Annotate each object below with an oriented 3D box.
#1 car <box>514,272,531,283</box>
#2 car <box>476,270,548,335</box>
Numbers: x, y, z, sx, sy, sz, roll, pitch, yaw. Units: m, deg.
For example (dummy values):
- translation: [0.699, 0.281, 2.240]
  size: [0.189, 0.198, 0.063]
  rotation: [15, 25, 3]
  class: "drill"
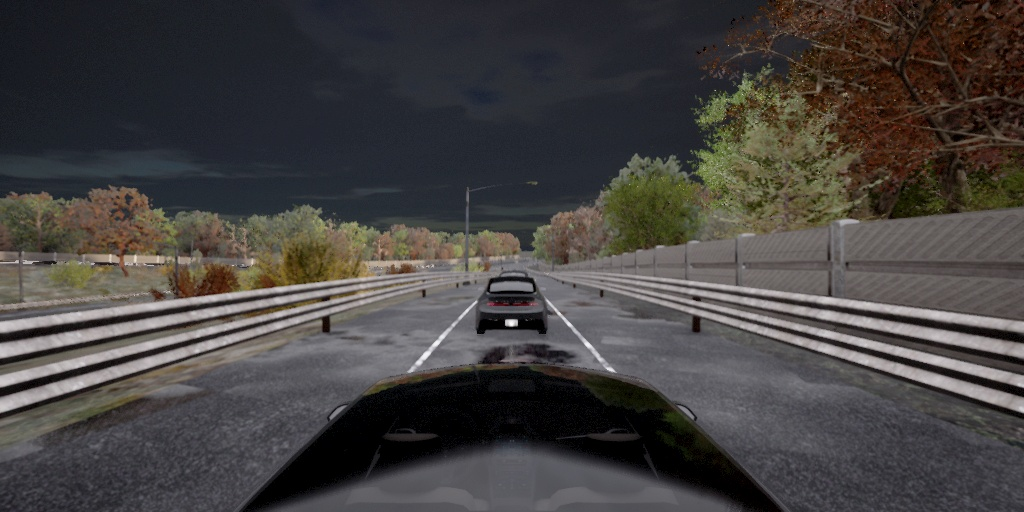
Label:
- translation: [1.464, 2.869, 48.406]
  size: [1.994, 1.385, 4.181]
  rotation: [0, -3, 4]
  class: "car"
- translation: [-0.001, 1.336, 10.768]
  size: [1.837, 1.490, 4.892]
  rotation: [0, -1, 0]
  class: "car"
